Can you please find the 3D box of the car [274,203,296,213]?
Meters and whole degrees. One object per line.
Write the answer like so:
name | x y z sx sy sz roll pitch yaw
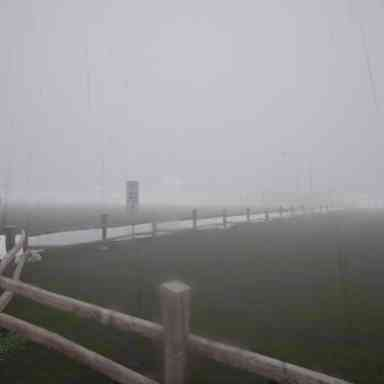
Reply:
car | 14.067 2.400 49.800 2.033 1.411 5.357 0 -1 35
